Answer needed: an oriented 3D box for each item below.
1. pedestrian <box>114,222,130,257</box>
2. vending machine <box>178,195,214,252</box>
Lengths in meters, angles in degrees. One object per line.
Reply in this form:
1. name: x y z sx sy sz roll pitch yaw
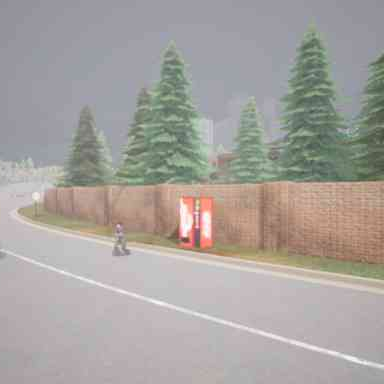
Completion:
1. pedestrian: -2.398 1.561 11.341 0.375 1.300 0.375 0 0 42
2. vending machine: 0.156 1.185 13.036 0.880 2.100 1.100 0 0 42
